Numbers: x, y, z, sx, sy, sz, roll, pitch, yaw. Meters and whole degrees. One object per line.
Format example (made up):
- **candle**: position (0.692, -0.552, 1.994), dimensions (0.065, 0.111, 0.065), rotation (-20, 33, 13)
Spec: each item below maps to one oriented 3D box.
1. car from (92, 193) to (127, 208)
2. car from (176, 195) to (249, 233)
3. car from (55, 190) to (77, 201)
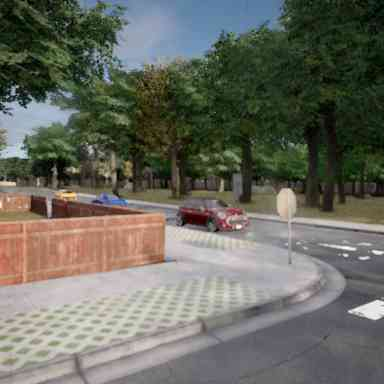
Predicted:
- **car**: position (-7.696, 0.920, 30.794), dimensions (1.882, 1.535, 5.008), rotation (-2, 2, -35)
- **car**: position (1.042, 1.114, 18.443), dimensions (2.097, 1.767, 4.553), rotation (-2, 2, -35)
- **car**: position (-16.393, 0.467, 43.161), dimensions (1.882, 1.535, 5.008), rotation (-2, 3, -35)
